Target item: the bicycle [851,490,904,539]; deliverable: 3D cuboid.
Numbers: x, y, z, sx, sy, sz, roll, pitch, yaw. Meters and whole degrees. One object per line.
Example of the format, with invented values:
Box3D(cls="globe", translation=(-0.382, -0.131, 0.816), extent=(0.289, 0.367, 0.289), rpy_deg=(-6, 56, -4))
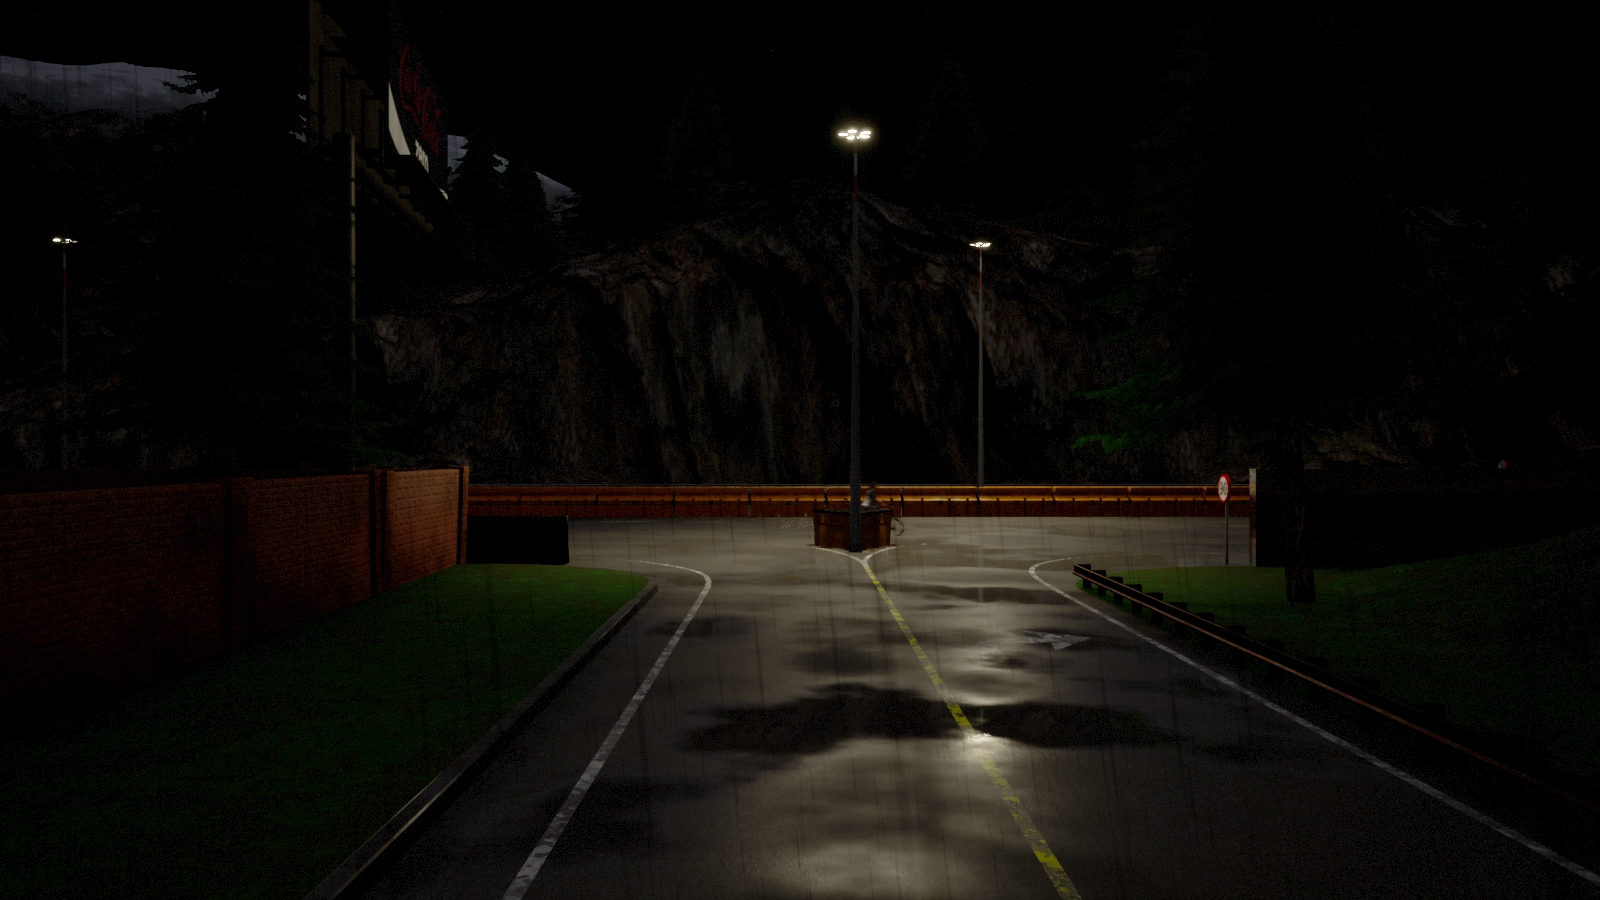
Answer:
Box3D(cls="bicycle", translation=(2.450, 2.047, 36.313), extent=(1.643, 1.514, 0.373), rpy_deg=(0, 0, -1))
